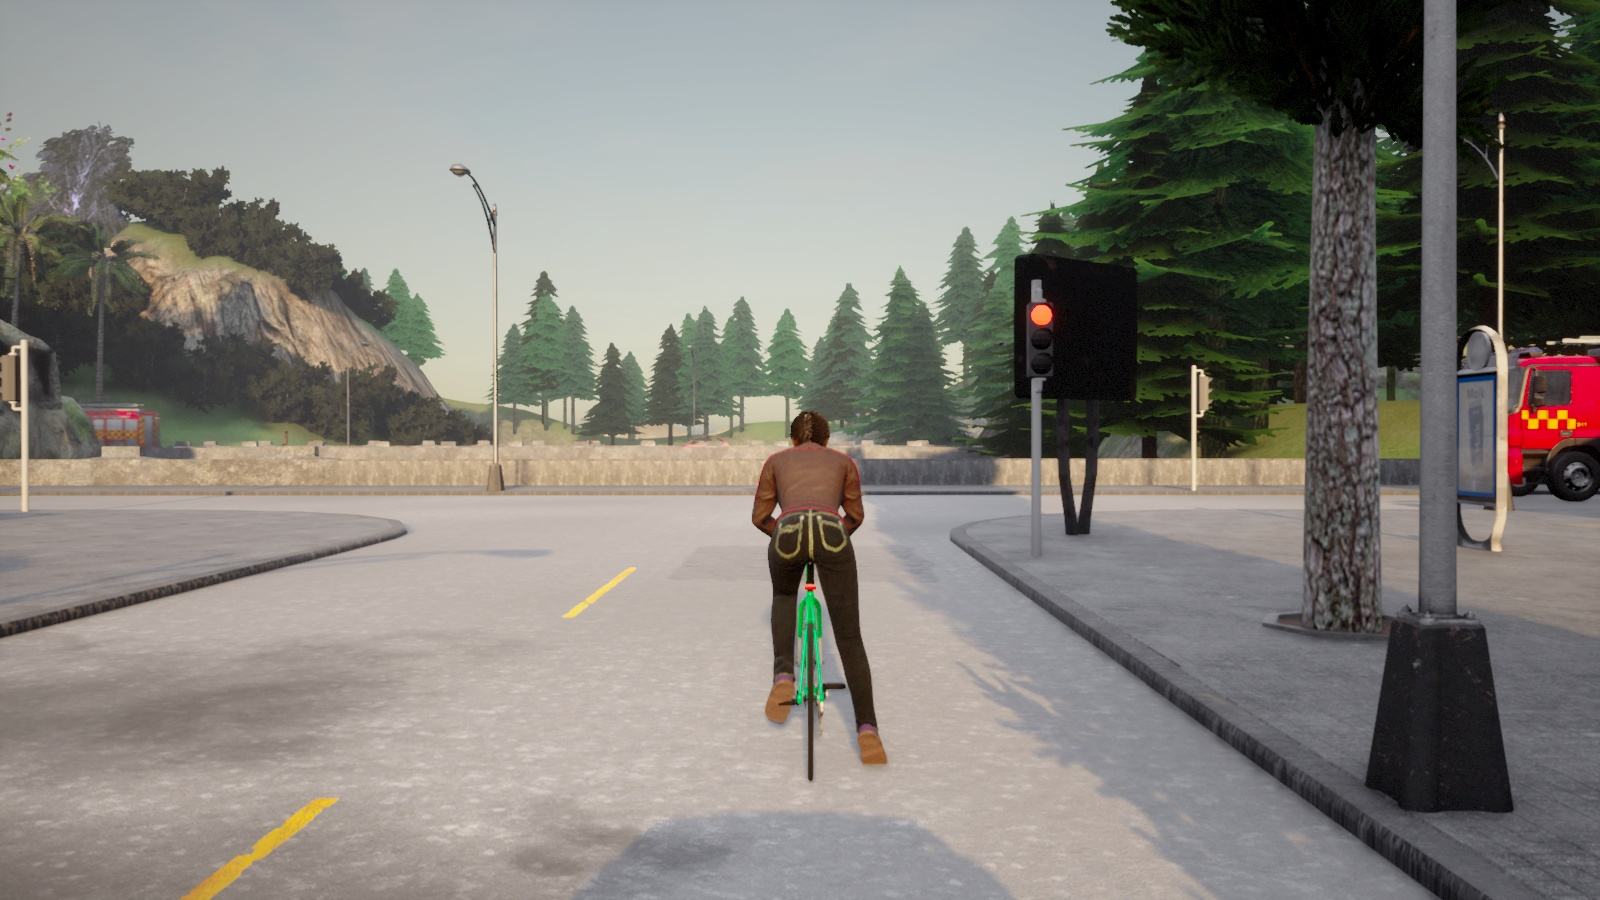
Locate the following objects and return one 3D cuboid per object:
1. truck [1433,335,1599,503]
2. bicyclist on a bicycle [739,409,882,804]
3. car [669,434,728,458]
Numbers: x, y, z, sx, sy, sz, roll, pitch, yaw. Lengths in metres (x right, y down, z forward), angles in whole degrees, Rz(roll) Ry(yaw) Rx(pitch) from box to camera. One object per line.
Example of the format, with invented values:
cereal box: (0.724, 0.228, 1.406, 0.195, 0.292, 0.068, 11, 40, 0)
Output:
truck: (20.067, -0.717, 29.951, 8.468, 3.827, 2.891, 0, 1, 0)
bicyclist on a bicycle: (0.048, 0.636, 5.970, 0.582, 1.620, 1.656, 0, 0, 0)
car: (-7.060, -0.280, 87.647, 3.988, 1.617, 1.851, 0, 1, 0)
